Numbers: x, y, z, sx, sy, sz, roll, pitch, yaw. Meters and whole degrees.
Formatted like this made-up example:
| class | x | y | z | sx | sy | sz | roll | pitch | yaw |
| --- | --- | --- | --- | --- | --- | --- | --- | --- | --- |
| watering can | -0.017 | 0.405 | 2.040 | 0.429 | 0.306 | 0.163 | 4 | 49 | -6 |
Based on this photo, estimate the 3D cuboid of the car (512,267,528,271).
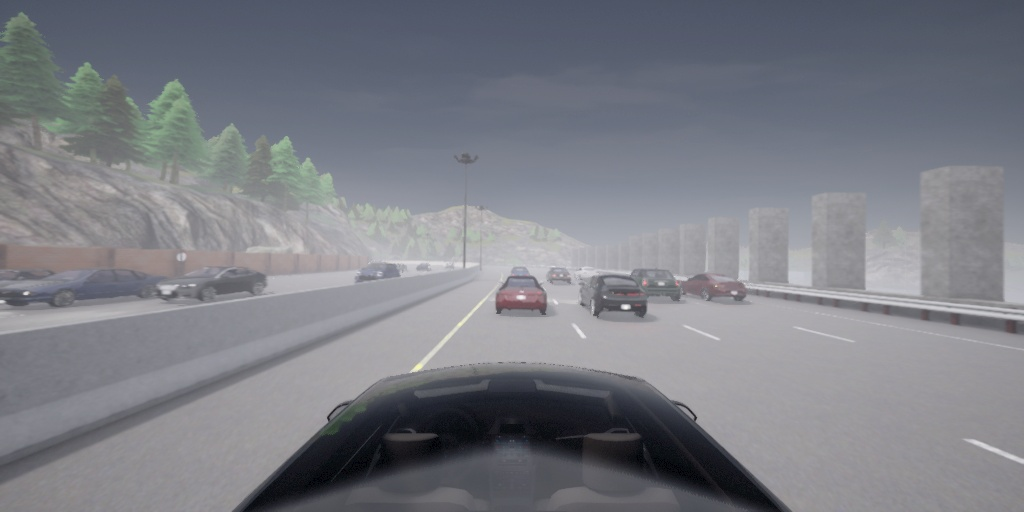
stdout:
| class | x | y | z | sx | sy | sz | roll | pitch | yaw |
| --- | --- | --- | --- | --- | --- | --- | --- | --- | --- |
| car | 0.688 | 1.699 | 32.949 | 2.033 | 1.411 | 5.357 | 1 | -1 | 0 |

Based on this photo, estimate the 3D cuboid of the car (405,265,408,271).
| class | x | y | z | sx | sy | sz | roll | pitch | yaw |
| --- | --- | --- | --- | --- | --- | --- | --- | --- | --- |
| car | -17.566 | 1.732 | 55.862 | 1.994 | 1.385 | 4.181 | 1 | -1 | -4 |

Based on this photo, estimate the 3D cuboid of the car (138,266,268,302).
| class | x | y | z | sx | sy | sz | roll | pitch | yaw |
| --- | --- | --- | --- | --- | --- | --- | --- | --- | --- |
| car | -13.775 | 1.227 | 16.810 | 2.128 | 1.511 | 4.902 | 1 | -1 | 1 |

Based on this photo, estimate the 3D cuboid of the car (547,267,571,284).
| class | x | y | z | sx | sy | sz | roll | pitch | yaw |
| --- | --- | --- | --- | --- | --- | --- | --- | --- | --- |
| car | 4.188 | 1.750 | 32.846 | 2.033 | 1.411 | 5.357 | 1 | -1 | 0 |

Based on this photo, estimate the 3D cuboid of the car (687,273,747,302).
| class | x | y | z | sx | sy | sz | roll | pitch | yaw |
| --- | --- | --- | --- | --- | --- | --- | --- | --- | --- |
| car | 11.006 | 1.667 | 19.963 | 1.812 | 1.442 | 4.674 | 1 | -1 | 1 |

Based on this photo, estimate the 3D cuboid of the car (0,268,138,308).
| class | x | y | z | sx | sy | sz | roll | pitch | yaw |
| --- | --- | --- | --- | --- | --- | --- | --- | --- | --- |
| car | -17.323 | 1.206 | 14.888 | 2.033 | 1.411 | 5.357 | 1 | -1 | 2 |

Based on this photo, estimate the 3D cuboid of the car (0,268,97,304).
| class | x | y | z | sx | sy | sz | roll | pitch | yaw |
| --- | --- | --- | --- | --- | --- | --- | --- | --- | --- |
| car | -20.827 | 1.206 | 14.774 | 1.895 | 1.301 | 4.718 | 1 | -1 | 2 |

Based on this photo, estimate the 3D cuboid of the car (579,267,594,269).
| class | x | y | z | sx | sy | sz | roll | pitch | yaw |
| --- | --- | --- | --- | --- | --- | --- | --- | --- | --- |
| car | 7.670 | 1.833 | 37.135 | 1.812 | 1.442 | 4.674 | 1 | -1 | 0 |

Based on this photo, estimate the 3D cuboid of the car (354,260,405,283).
| class | x | y | z | sx | sy | sz | roll | pitch | yaw |
| --- | --- | --- | --- | --- | --- | --- | --- | --- | --- |
| car | -10.055 | 1.271 | 27.119 | 2.097 | 1.767 | 4.553 | 1 | -1 | 1 |

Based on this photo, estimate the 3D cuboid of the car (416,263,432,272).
| class | x | y | z | sx | sy | sz | roll | pitch | yaw |
| --- | --- | --- | --- | --- | --- | --- | --- | --- | --- |
| car | -14.199 | 1.795 | 58.183 | 2.033 | 1.411 | 5.357 | 1 | -1 | -4 |

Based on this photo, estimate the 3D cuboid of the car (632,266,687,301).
| class | x | y | z | sx | sy | sz | roll | pitch | yaw |
| --- | --- | --- | --- | --- | --- | --- | --- | --- | --- |
| car | 7.520 | 1.442 | 20.024 | 2.097 | 1.767 | 4.553 | 1 | -1 | 1 |

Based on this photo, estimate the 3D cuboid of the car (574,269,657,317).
| class | x | y | z | sx | sy | sz | roll | pitch | yaw |
| --- | --- | --- | --- | --- | --- | --- | --- | --- | --- |
| car | 3.872 | 1.472 | 14.381 | 1.837 | 1.490 | 4.892 | 1 | 0 | 2 |

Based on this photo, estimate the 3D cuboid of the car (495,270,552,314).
| class | x | y | z | sx | sy | sz | roll | pitch | yaw |
| --- | --- | --- | --- | --- | --- | --- | --- | --- | --- |
| car | 0.384 | 1.485 | 14.887 | 1.994 | 1.385 | 4.181 | 1 | -1 | 2 |
